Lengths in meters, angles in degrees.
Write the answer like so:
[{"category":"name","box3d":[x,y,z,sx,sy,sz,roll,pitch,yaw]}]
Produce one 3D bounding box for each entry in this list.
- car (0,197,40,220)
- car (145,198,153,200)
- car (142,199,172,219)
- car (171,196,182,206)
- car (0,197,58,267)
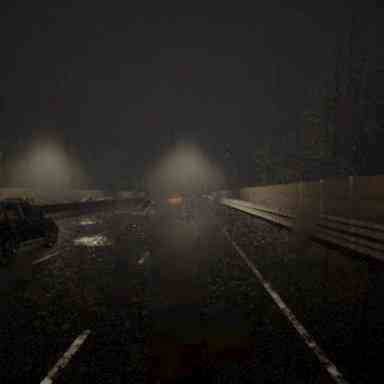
[{"category":"car","box3d":[-17.243,1.489,32.497,2.150,2.045,5.566,-1,0,1]},{"category":"car","box3d":[-6.457,1.713,51.487,1.882,1.535,5.008,-1,0,1]},{"category":"car","box3d":[-3.149,1.649,30.549,1.812,1.442,4.674,-1,0,1]},{"category":"car","box3d":[-2.876,1.592,60.499,2.097,1.767,4.553,-1,0,1]},{"category":"car","box3d":[-6.822,1.320,11.896,2.150,2.045,5.566,-1,0,1]}]
